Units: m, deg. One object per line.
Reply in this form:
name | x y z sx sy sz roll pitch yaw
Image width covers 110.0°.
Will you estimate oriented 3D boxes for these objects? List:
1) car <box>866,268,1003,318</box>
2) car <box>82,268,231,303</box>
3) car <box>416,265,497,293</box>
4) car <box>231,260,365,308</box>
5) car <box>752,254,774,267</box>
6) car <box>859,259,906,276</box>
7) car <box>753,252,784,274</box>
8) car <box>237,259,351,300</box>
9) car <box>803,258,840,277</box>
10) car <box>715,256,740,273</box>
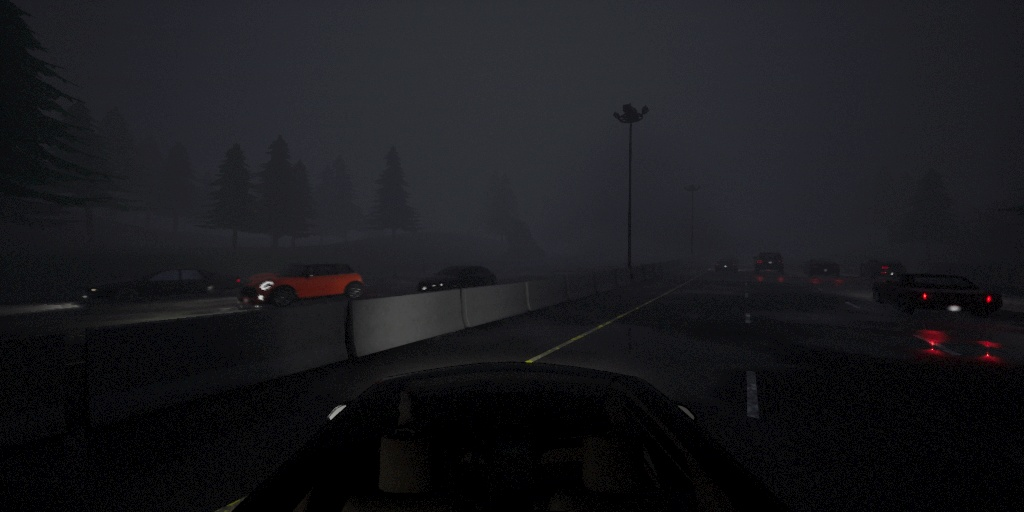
car | 14.864 1.301 12.922 1.895 1.301 4.718 0 0 33
car | -16.114 1.283 16.977 2.033 1.411 5.357 0 0 33
car | -2.684 1.222 18.388 1.837 1.490 4.892 0 0 33
car | -8.802 1.088 15.387 2.097 1.767 4.553 0 0 33
car | 32.801 0.583 47.011 2.128 1.511 4.902 0 1 32
car | 28.737 0.975 27.886 1.837 1.490 4.892 0 1 33
car | 24.674 0.628 34.485 2.150 2.045 5.566 0 1 33
car | -10.996 1.082 18.436 2.097 1.767 4.553 0 0 33
car | 26.348 0.927 30.635 1.882 1.535 5.008 0 1 33
car | 22.118 0.956 36.980 1.994 1.385 4.181 0 1 33
